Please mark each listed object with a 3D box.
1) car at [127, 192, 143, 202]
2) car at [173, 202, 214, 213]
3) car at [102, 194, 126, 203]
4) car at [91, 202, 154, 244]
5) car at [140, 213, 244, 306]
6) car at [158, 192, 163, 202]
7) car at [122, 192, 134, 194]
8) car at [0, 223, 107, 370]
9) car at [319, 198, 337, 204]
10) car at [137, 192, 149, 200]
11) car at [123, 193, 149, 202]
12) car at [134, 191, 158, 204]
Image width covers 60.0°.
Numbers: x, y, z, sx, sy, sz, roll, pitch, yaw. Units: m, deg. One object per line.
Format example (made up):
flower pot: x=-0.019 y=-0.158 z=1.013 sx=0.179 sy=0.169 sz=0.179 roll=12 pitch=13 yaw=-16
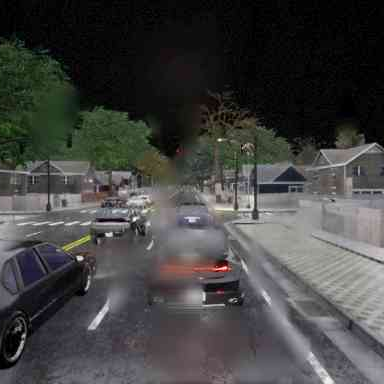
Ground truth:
car: x=-10.168 y=0.844 z=59.479 sx=2.097 sy=1.767 sz=4.553 roll=0 pitch=1 yaw=0
car: x=0.072 y=1.290 z=17.035 sx=2.097 sy=1.767 sz=4.553 roll=0 pitch=0 yaw=2
car: x=-10.088 y=1.283 z=42.090 sx=1.994 sy=1.385 sz=4.181 roll=0 pitch=1 yaw=0
car: x=-3.236 y=1.440 z=15.378 sx=2.128 sy=1.511 sz=4.902 roll=0 pitch=0 yaw=0
car: x=0.062 y=1.490 z=7.969 sx=1.837 sy=1.490 sz=4.892 roll=0 pitch=0 yaw=0
car: x=-6.920 y=0.823 z=60.578 sx=2.097 sy=1.767 sz=4.553 roll=0 pitch=1 yaw=0
car: x=-10.131 y=0.983 z=50.778 sx=2.097 sy=1.767 sz=4.553 roll=0 pitch=1 yaw=0
car: x=-3.173 y=1.539 z=5.624 sx=2.033 sy=1.411 sz=5.357 roll=0 pitch=0 yaw=0
car: x=12.416 y=1.269 z=30.835 sx=4.674 sy=1.442 sz=1.812 roll=0 pitch=1 yaw=-3
car: x=-10.152 y=0.832 z=69.151 sx=1.994 sy=1.385 sz=4.181 roll=0 pitch=1 yaw=0
car: x=-6.824 y=1.255 z=41.012 sx=1.812 sy=1.442 sz=4.674 roll=0 pitch=1 yaw=0
car: x=-6.881 y=0.853 z=50.689 sx=2.150 sy=2.045 sz=5.566 roll=0 pitch=1 yaw=0
